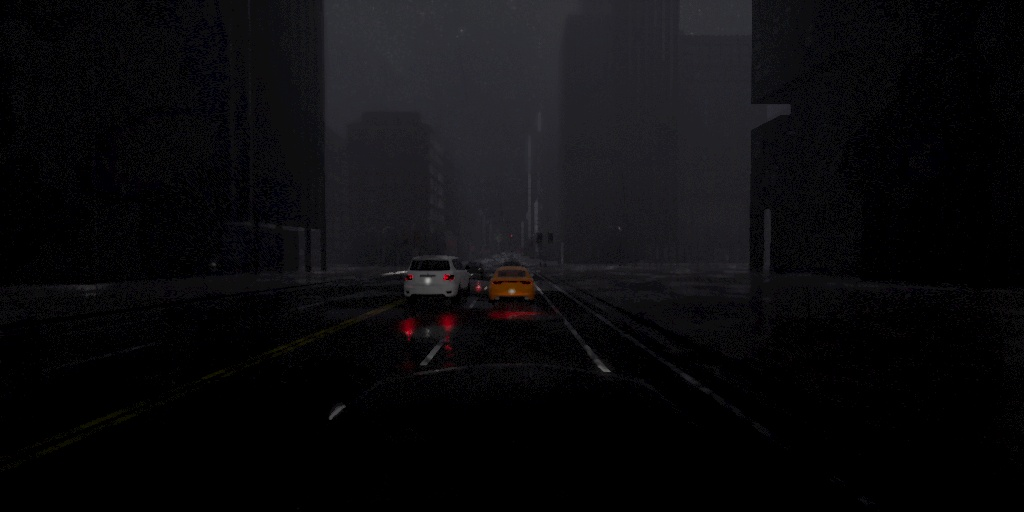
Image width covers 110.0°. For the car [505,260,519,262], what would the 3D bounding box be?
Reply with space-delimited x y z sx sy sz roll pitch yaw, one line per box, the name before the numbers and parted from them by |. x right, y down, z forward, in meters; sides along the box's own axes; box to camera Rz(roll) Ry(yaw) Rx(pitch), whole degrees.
car | 0.001 1.150 31.477 2.097 1.767 4.553 0 0 0

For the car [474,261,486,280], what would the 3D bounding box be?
car | -3.249 1.279 31.506 2.128 1.511 4.902 0 0 0

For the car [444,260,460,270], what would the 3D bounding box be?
car | -9.750 1.420 58.511 1.812 1.442 4.674 0 0 0

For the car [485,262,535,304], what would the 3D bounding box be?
car | 0.000 1.240 16.504 1.882 1.535 5.008 0 0 0

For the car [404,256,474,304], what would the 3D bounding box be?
car | -3.250 1.013 16.533 2.150 2.045 5.566 0 0 0
